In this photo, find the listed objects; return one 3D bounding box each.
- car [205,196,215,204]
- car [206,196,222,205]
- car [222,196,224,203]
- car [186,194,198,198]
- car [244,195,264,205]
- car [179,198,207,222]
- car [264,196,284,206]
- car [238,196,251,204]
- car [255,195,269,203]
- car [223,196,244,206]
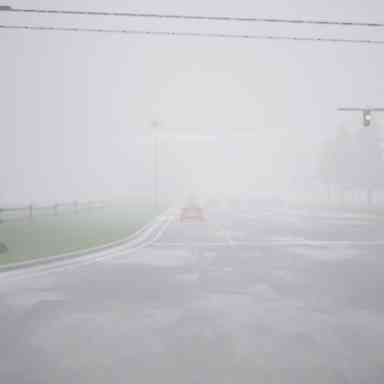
[{"bbox_3d":[3.513,1.525,66.947,1.812,1.442,4.674,0,0,0],"label":"car"},{"bbox_3d":[3.511,1.570,57.118,1.994,1.385,4.181,0,0,0],"label":"car"},{"bbox_3d":[7.013,1.496,66.946,2.128,1.511,4.902,0,0,0],"label":"car"},{"bbox_3d":[0.011,1.511,56.547,1.837,1.490,4.892,0,0,0],"label":"car"},{"bbox_3d":[10.511,1.532,56.672,1.812,1.442,4.674,0,0,0],"label":"car"},{"bbox_3d":[0.006,1.481,26.715,1.882,1.535,5.008,0,0,0],"label":"car"},{"bbox_3d":[14.011,1.554,56.404,2.033,1.411,5.357,0,0,0],"label":"car"},{"bbox_3d":[10.513,1.515,66.945,1.812,1.442,4.674,0,0,0],"label":"car"},{"bbox_3d":[14.013,1.469,66.944,1.837,1.490,4.892,0,0,0],"label":"car"},{"bbox_3d":[7.011,1.554,56.481,2.033,1.411,5.357,0,0,0],"label":"car"}]
